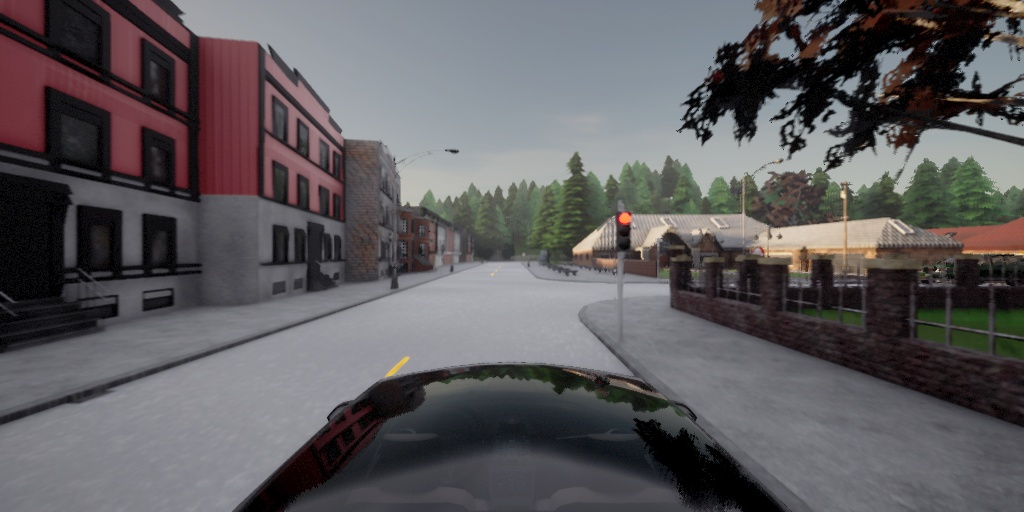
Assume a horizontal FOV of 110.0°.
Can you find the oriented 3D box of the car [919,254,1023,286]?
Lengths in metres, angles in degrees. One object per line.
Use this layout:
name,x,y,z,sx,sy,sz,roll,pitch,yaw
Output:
car,29.540,0.887,23.074,5.566,2.045,2.150,0,0,0
